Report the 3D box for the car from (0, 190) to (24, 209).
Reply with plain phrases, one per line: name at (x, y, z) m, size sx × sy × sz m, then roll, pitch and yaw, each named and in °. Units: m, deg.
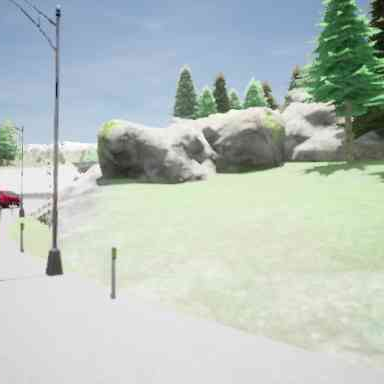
car at (-21.639, 0.822, 38.598) m, size 2.150 × 2.045 × 5.566 m, roll 1°, pitch 0°, yaw -5°
